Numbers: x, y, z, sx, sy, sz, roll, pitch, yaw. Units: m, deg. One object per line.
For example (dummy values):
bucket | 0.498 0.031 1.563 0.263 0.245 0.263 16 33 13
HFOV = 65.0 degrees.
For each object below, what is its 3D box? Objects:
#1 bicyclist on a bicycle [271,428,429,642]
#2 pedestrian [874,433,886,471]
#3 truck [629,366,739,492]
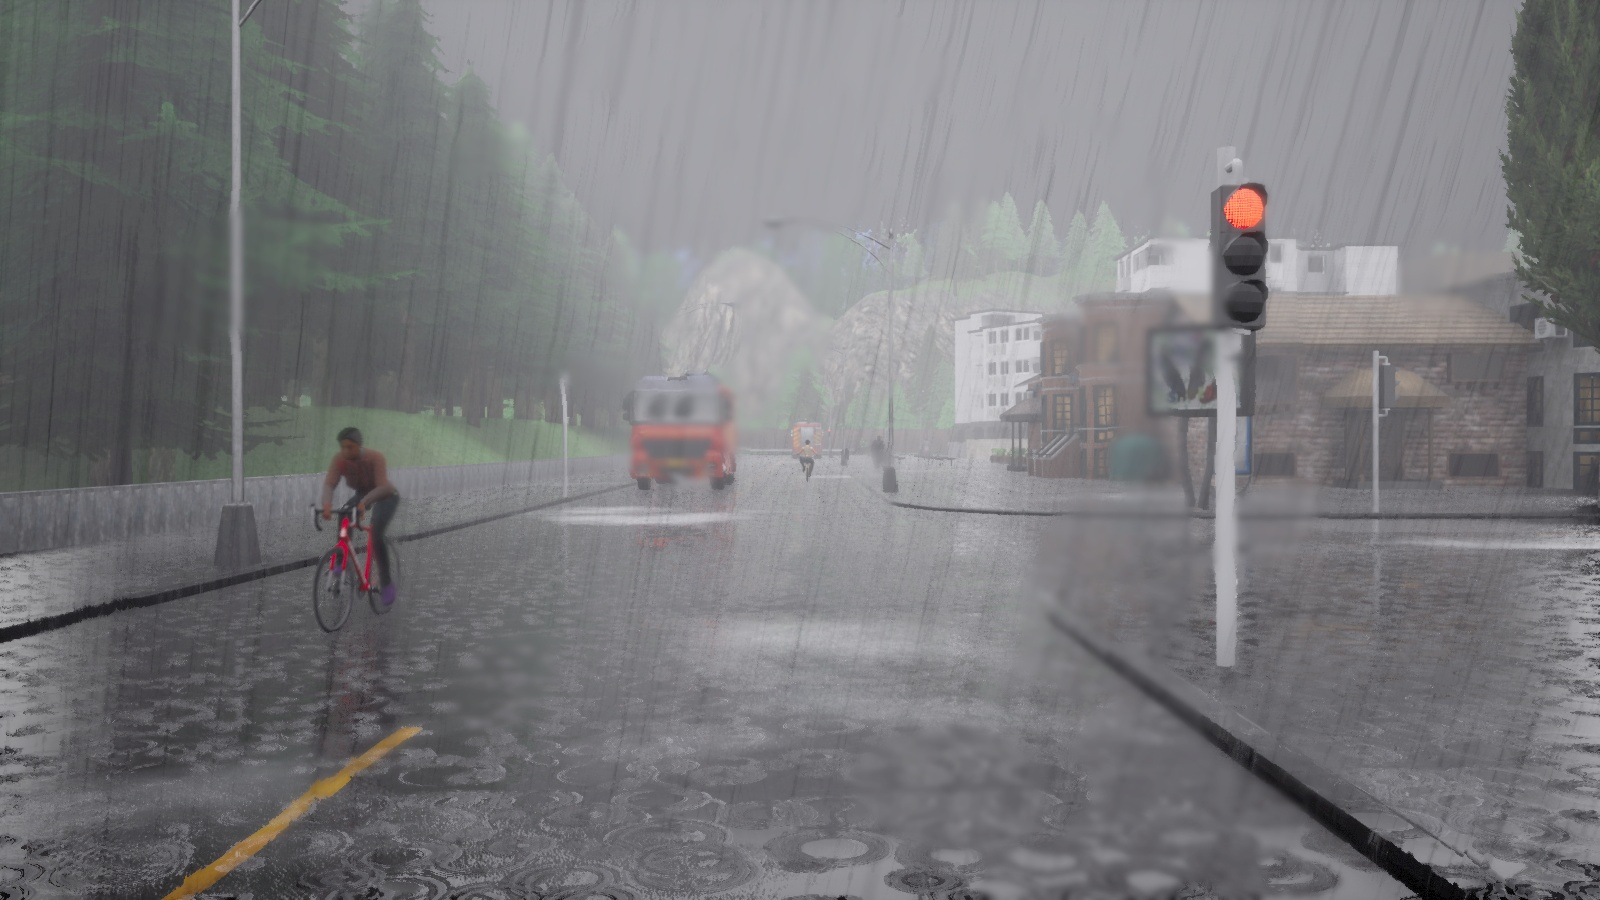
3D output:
bicyclist on a bicycle | -3.660 0.638 10.359 0.582 1.620 1.656 0 1 5
pedestrian | 4.004 0.103 62.585 0.563 1.883 0.849 0 0 1
truck | -3.747 -0.661 42.435 2.891 3.827 8.468 0 0 0
